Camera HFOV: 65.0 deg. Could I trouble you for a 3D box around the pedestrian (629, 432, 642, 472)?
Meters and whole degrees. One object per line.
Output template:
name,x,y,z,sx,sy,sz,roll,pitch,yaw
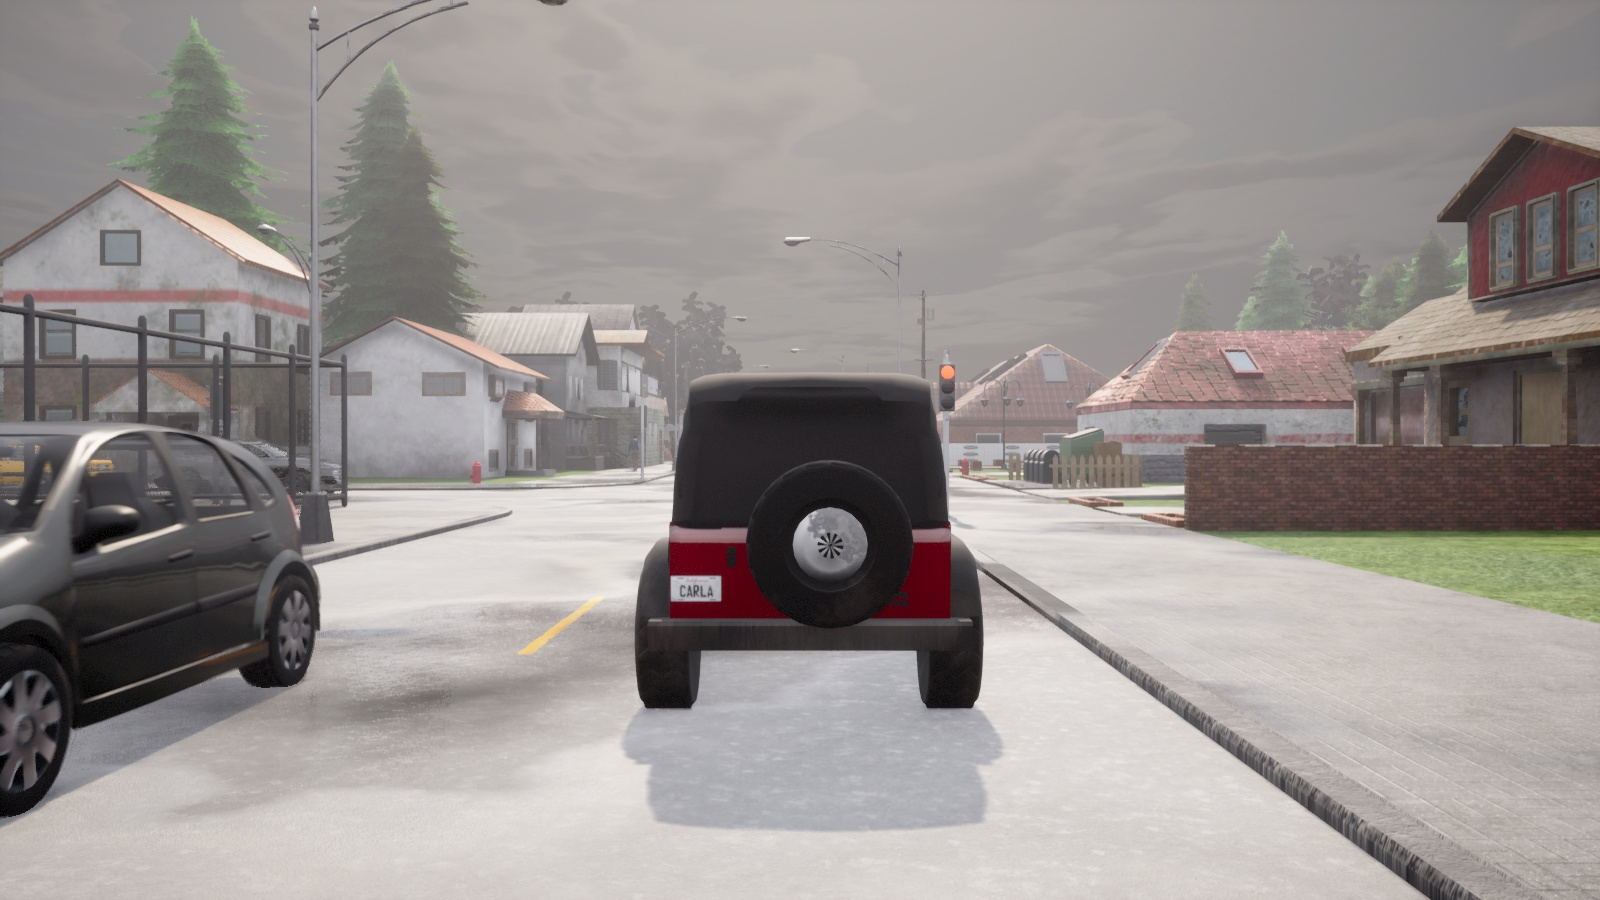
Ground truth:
pedestrian,-8.113,0.094,61.892,0.423,1.949,0.788,0,0,11

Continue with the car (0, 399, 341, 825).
car,-3.954,0.606,6.266,1.851,1.617,3.988,0,0,0

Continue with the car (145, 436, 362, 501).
car,-14.409,0.473,33.320,4.856,1.649,2.033,0,0,0

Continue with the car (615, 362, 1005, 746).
car,0.055,0.496,8.079,1.905,1.878,3.866,0,0,0
